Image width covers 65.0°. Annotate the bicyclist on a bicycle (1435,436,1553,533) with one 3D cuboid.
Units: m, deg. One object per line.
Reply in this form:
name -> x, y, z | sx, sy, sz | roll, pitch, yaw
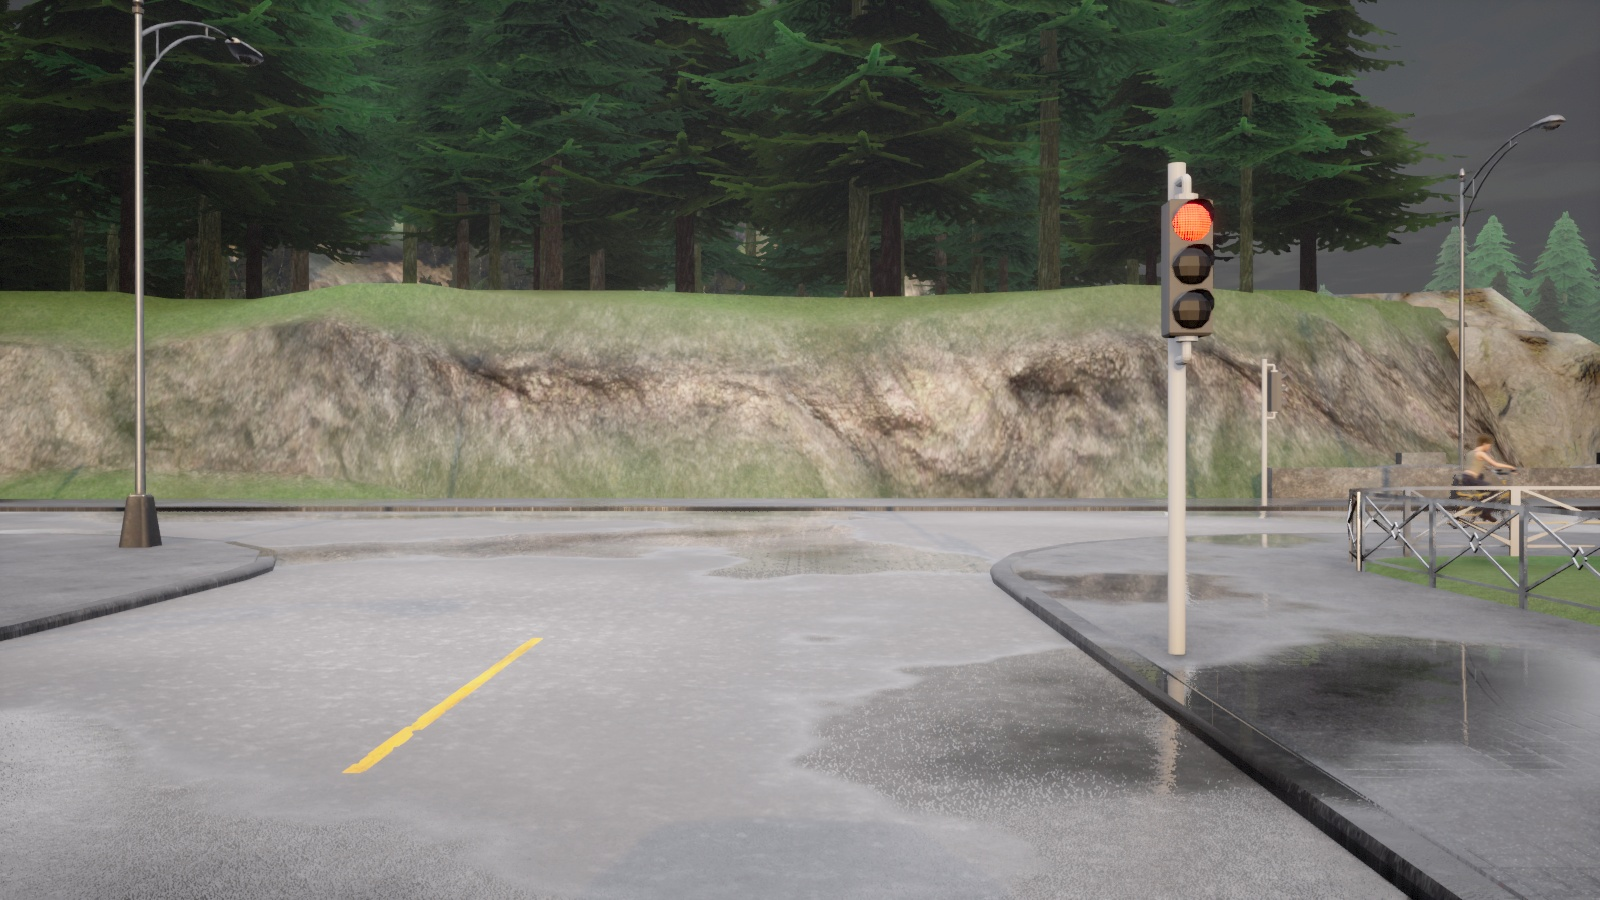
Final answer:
bicyclist on a bicycle -> 11.759, 0.572, 21.304 | 1.509, 1.612, 0.866 | 0, 1, 0
